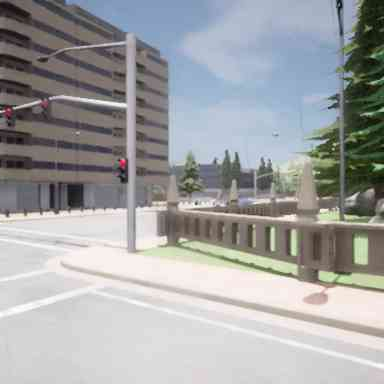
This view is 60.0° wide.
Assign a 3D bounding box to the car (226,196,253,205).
[{"bbox_3d":[6.985,1.616,46.475,1.812,1.442,4.674,0,0,35],"label":"car"}]

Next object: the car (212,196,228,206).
[{"bbox_3d":[4.814,1.449,49.483,2.097,1.767,4.553,0,0,35],"label":"car"}]
